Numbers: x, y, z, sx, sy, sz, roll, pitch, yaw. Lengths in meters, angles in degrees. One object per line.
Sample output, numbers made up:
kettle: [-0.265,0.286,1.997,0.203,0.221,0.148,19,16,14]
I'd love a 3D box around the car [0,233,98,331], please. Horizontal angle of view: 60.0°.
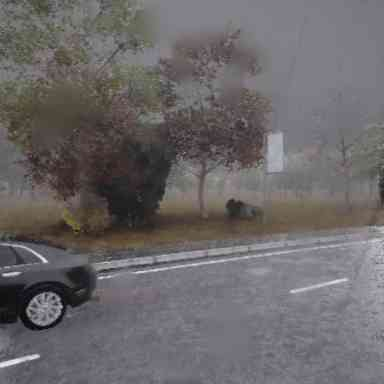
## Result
car: [-4.024,1.484,5.299,4.892,1.490,1.837,0,0,-35]
